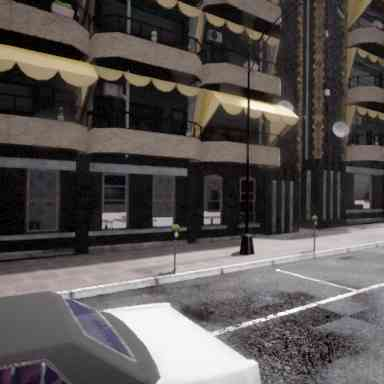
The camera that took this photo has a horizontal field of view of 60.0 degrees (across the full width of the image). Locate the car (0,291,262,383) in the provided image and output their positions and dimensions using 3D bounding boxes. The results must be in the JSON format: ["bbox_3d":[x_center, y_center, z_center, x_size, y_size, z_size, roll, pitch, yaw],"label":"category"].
[{"bbox_3d":[-1.885,1.601,2.355,4.718,1.301,1.895,0,0,-30],"label":"car"}]
